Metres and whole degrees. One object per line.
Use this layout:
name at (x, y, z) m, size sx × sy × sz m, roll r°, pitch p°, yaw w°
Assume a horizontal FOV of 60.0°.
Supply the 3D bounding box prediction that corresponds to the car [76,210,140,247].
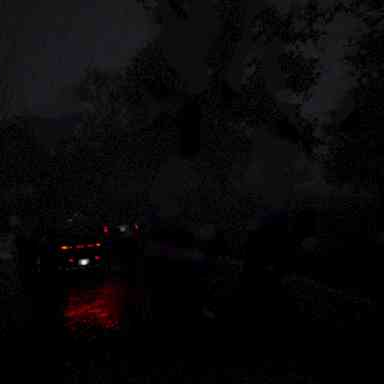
car at (-4.466, 1.615, 15.335) m, size 4.553 × 1.767 × 2.097 m, roll -1°, pitch 0°, yaw 42°

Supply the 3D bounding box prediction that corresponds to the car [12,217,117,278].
car at (-4.553, 1.735, 11.124) m, size 1.837 × 1.490 × 4.892 m, roll 1°, pitch -2°, yaw -40°
